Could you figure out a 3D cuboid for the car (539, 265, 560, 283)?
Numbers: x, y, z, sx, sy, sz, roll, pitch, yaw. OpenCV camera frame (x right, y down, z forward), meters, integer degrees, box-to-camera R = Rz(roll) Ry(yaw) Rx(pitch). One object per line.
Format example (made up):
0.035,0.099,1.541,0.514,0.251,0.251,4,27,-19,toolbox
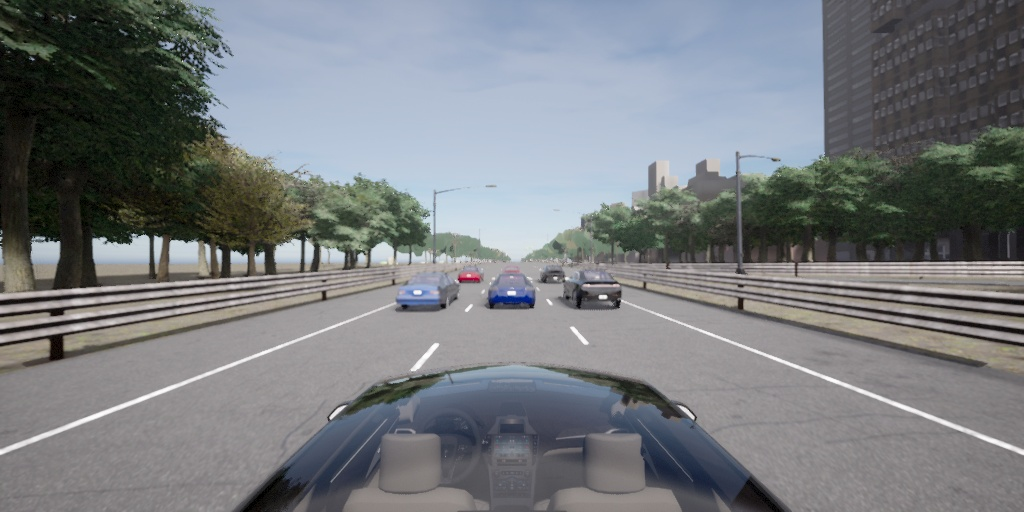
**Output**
3.486,1.526,31.143,1.837,1.490,4.892,0,0,0,car

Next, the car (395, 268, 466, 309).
-3.508,1.429,15.839,2.033,1.411,5.357,0,-1,0,car

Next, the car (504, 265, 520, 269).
-0.013,1.544,31.219,1.812,1.442,4.674,0,0,0,car

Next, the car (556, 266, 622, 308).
3.496,1.377,16.149,2.128,1.511,4.902,0,0,0,car

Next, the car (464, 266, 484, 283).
-3.512,1.582,31.176,1.994,1.385,4.181,0,0,0,car

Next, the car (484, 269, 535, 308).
-0.005,1.449,16.151,1.994,1.385,4.181,0,0,0,car
